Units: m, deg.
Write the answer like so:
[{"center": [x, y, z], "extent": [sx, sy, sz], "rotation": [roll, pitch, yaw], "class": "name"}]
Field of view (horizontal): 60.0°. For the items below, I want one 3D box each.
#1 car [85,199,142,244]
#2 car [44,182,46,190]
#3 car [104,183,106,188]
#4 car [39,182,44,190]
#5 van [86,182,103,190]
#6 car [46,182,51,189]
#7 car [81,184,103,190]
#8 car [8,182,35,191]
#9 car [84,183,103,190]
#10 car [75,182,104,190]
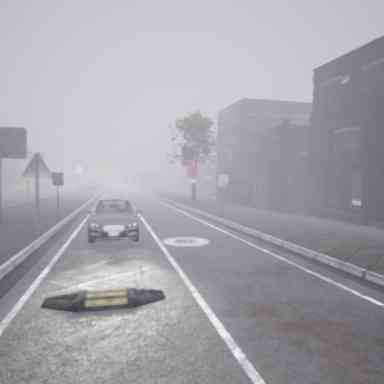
[{"center": [-3.153, 1.047, 13.500], "extent": [2.128, 1.511, 4.902], "rotation": [0, 2, -13], "class": "car"}, {"center": [-36.661, -1.156, 76.110], "extent": [4.674, 1.452, 2.002], "rotation": [0, 1, -13], "class": "car"}, {"center": [-23.311, -1.317, 76.293], "extent": [5.566, 2.045, 2.435], "rotation": [0, 1, -13], "class": "car"}, {"center": [-36.043, -1.124, 73.393], "extent": [5.008, 1.535, 2.097], "rotation": [0, 2, -13], "class": "car"}, {"center": [-26.302, -1.626, 89.983], "extent": [4.442, 1.987, 1.878], "rotation": [0, 1, -13], "class": "van"}, {"center": [-37.870, -1.456, 81.540], "extent": [4.553, 1.767, 2.185], "rotation": [0, 1, -13], "class": "car"}, {"center": [-24.542, -1.208, 81.765], "extent": [4.892, 1.521, 2.231], "rotation": [0, 1, -13], "class": "car"}, {"center": [-34.793, -0.969, 67.969], "extent": [5.008, 1.535, 2.097], "rotation": [0, 2, -13], "class": "car"}, {"center": [-25.757, -1.465, 87.233], "extent": [4.553, 1.767, 2.185], "rotation": [0, 1, -13], "class": "car"}, {"center": [-22.657, -0.989, 73.577], "extent": [4.892, 1.521, 2.231], "rotation": [0, 2, -13], "class": "car"}]
